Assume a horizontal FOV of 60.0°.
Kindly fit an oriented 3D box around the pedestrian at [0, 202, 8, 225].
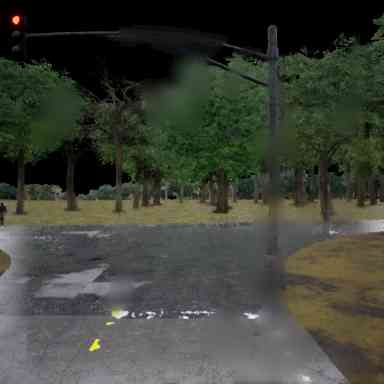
[{"bbox_3d":[-15.234,1.718,26.785,0.375,1.860,0.375,0,-1,0],"label":"pedestrian"}]
